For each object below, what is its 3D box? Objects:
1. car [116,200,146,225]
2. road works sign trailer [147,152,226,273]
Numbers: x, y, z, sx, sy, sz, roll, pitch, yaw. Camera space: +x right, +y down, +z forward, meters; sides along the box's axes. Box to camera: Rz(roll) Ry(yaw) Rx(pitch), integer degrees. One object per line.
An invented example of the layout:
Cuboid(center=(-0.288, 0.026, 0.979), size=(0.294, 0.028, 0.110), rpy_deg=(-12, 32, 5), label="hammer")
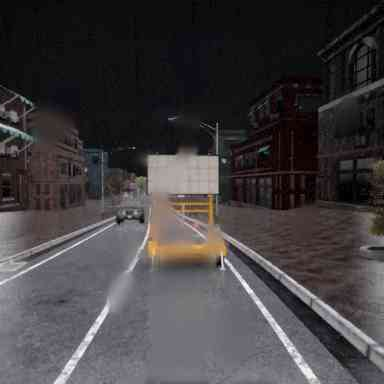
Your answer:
Cuboid(center=(-5.161, 1.663, 28.489), size=(2.150, 2.045, 5.566), rpy_deg=(0, -2, -7), label="car")
Cuboid(center=(-0.299, 0.497, 10.941), size=(2.380, 3.560, 2.880), rpy_deg=(0, -1, -9), label="road works sign trailer")
